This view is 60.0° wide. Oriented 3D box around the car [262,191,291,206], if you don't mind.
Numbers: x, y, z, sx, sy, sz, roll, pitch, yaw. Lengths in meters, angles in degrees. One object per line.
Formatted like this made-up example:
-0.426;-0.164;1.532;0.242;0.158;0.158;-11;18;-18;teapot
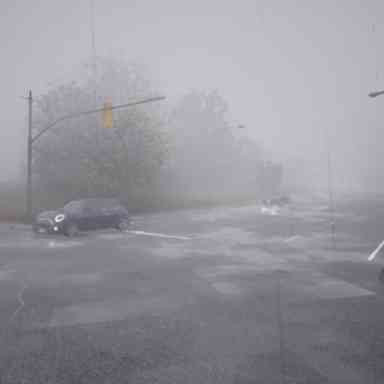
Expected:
9.536;0.683;37.298;2.128;1.511;4.902;1;3;35;car

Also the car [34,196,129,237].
-5.295;1.106;16.402;2.097;1.767;4.553;1;1;35;car
